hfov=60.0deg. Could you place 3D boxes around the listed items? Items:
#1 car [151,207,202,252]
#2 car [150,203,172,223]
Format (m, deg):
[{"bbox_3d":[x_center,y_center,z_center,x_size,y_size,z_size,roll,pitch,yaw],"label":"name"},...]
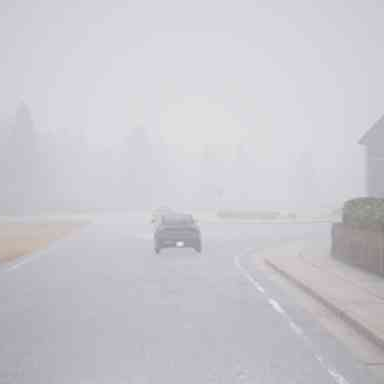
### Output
[{"bbox_3d":[-0.722,1.633,14.530,1.837,1.490,4.892,0,0,-7],"label":"car"},{"bbox_3d":[-2.637,1.760,29.780,1.882,1.535,5.008,0,0,-9],"label":"car"}]
